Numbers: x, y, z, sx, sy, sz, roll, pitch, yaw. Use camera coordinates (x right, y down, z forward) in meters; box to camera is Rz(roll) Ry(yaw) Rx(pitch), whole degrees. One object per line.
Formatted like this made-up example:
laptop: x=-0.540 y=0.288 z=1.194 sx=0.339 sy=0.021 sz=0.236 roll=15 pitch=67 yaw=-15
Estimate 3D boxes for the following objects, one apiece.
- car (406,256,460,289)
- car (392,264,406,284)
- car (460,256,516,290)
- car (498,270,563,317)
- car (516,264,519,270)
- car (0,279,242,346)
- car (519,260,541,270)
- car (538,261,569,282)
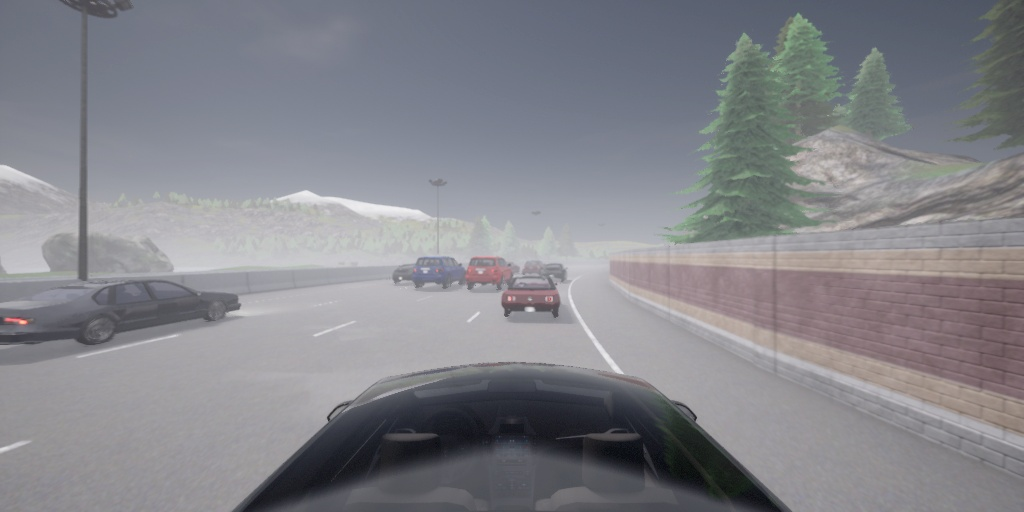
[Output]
car: x=-4.788 y=1.055 z=24.337 sx=2.150 sy=2.045 sz=5.566 roll=0 pitch=0 yaw=10
car: x=-7.578 y=1.350 z=28.255 sx=1.837 sy=1.490 sz=4.892 roll=0 pitch=0 yaw=11
car: x=-1.380 y=1.055 z=23.506 sx=2.150 sy=2.045 sz=5.566 roll=0 pitch=0 yaw=10
car: x=0.794 y=1.398 z=13.529 sx=1.895 sy=1.301 sz=4.718 roll=0 pitch=0 yaw=5
car: x=-0.441 y=1.386 z=42.074 sx=1.882 sy=1.535 sz=5.008 roll=0 pitch=-1 yaw=17
car: x=-10.079 y=1.316 z=9.461 sx=2.033 sy=1.411 sz=5.357 roll=0 pitch=0 yaw=4
car: x=2.631 y=1.258 z=40.100 sx=2.097 sy=1.767 sz=4.553 roll=0 pitch=0 yaw=17
car: x=3.760 y=1.375 z=31.030 sx=1.837 sy=1.490 sz=4.892 roll=0 pitch=0 yaw=13
